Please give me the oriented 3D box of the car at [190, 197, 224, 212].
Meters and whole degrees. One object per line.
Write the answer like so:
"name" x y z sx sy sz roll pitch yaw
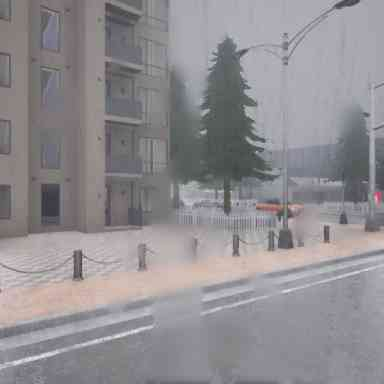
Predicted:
"car" 1.828 1.579 37.589 1.994 1.385 4.181 0 0 -37

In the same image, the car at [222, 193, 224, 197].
"car" 7.475 1.092 94.733 1.905 1.878 3.866 0 0 -37

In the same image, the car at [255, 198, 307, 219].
"car" 7.872 1.367 29.600 2.097 1.767 4.553 0 0 -37

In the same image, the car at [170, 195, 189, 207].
"car" -3.253 1.563 50.387 2.033 1.411 5.357 0 0 -37

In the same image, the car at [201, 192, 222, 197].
"car" 5.388 1.113 92.669 1.932 1.855 4.605 0 0 -37
